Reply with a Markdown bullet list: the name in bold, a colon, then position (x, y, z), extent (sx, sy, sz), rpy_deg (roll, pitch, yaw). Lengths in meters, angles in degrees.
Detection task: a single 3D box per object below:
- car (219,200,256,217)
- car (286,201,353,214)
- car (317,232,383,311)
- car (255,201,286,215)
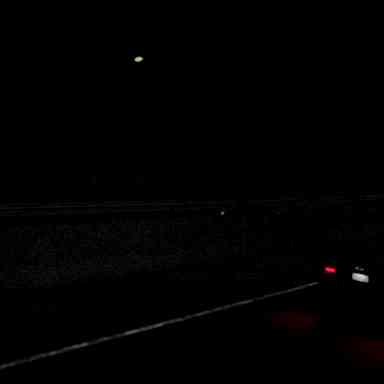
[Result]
- **car**: position (4.504, 1.453, 28.447), extent (4.902, 1.511, 2.128), rpy_deg (0, 0, -34)
- **car**: position (9.170, 1.439, 23.163), extent (5.008, 1.535, 1.882), rpy_deg (0, 0, -34)
- **car**: position (4.996, 1.544, 7.257), extent (5.357, 1.411, 2.033), rpy_deg (0, 0, -35)
- **car**: position (7.384, 1.522, 26.180), extent (4.181, 1.385, 1.994), rpy_deg (0, 0, -34)
